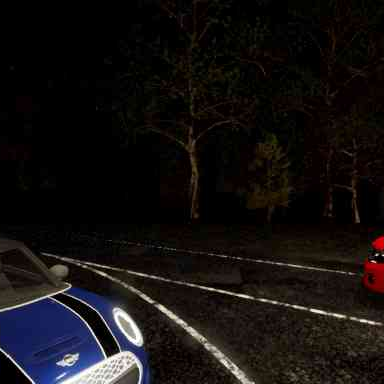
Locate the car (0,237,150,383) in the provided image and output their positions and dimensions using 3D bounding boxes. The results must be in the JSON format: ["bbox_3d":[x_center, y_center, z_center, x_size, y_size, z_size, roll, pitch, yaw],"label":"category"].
[{"bbox_3d":[-2.634,1.338,3.756,4.553,1.767,2.097,1,0,35],"label":"car"}]

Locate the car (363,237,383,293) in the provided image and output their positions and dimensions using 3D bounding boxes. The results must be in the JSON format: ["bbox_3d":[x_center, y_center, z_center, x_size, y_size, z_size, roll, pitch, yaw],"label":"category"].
[{"bbox_3d":[6.112,1.280,5.761,5.566,2.045,2.150,0,0,35],"label":"car"}]
